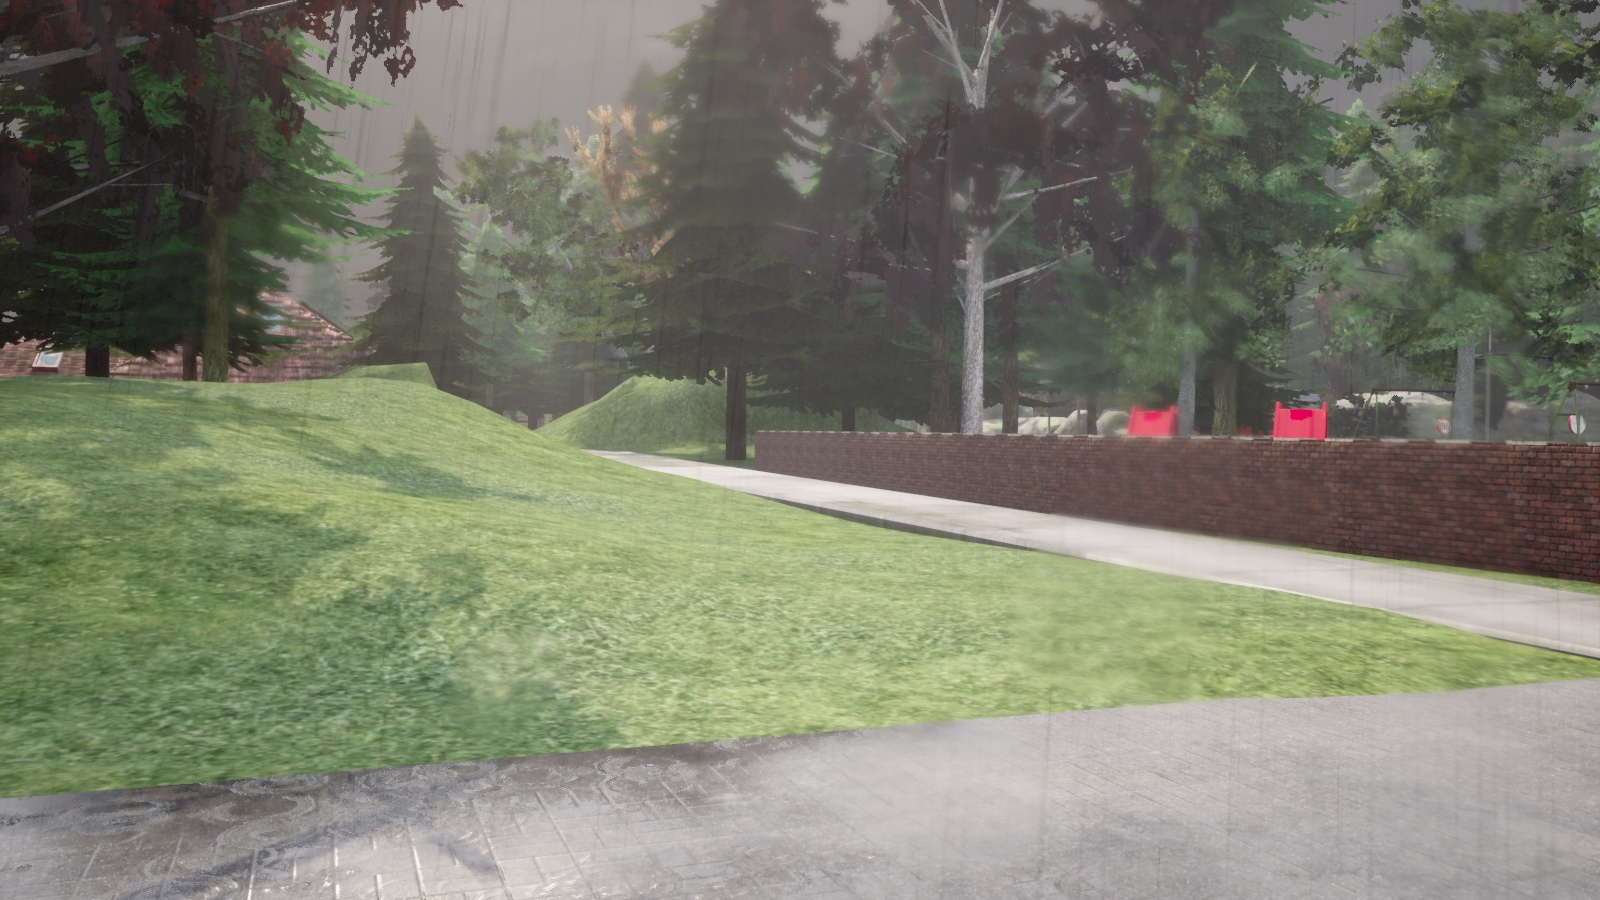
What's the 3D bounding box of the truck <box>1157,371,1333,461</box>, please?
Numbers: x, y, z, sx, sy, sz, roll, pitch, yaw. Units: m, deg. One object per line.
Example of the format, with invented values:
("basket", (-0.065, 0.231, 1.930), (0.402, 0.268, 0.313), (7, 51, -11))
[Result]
("truck", (20.429, -1.537, 58.286), (2.891, 3.827, 8.468), (-1, 1, -21))
